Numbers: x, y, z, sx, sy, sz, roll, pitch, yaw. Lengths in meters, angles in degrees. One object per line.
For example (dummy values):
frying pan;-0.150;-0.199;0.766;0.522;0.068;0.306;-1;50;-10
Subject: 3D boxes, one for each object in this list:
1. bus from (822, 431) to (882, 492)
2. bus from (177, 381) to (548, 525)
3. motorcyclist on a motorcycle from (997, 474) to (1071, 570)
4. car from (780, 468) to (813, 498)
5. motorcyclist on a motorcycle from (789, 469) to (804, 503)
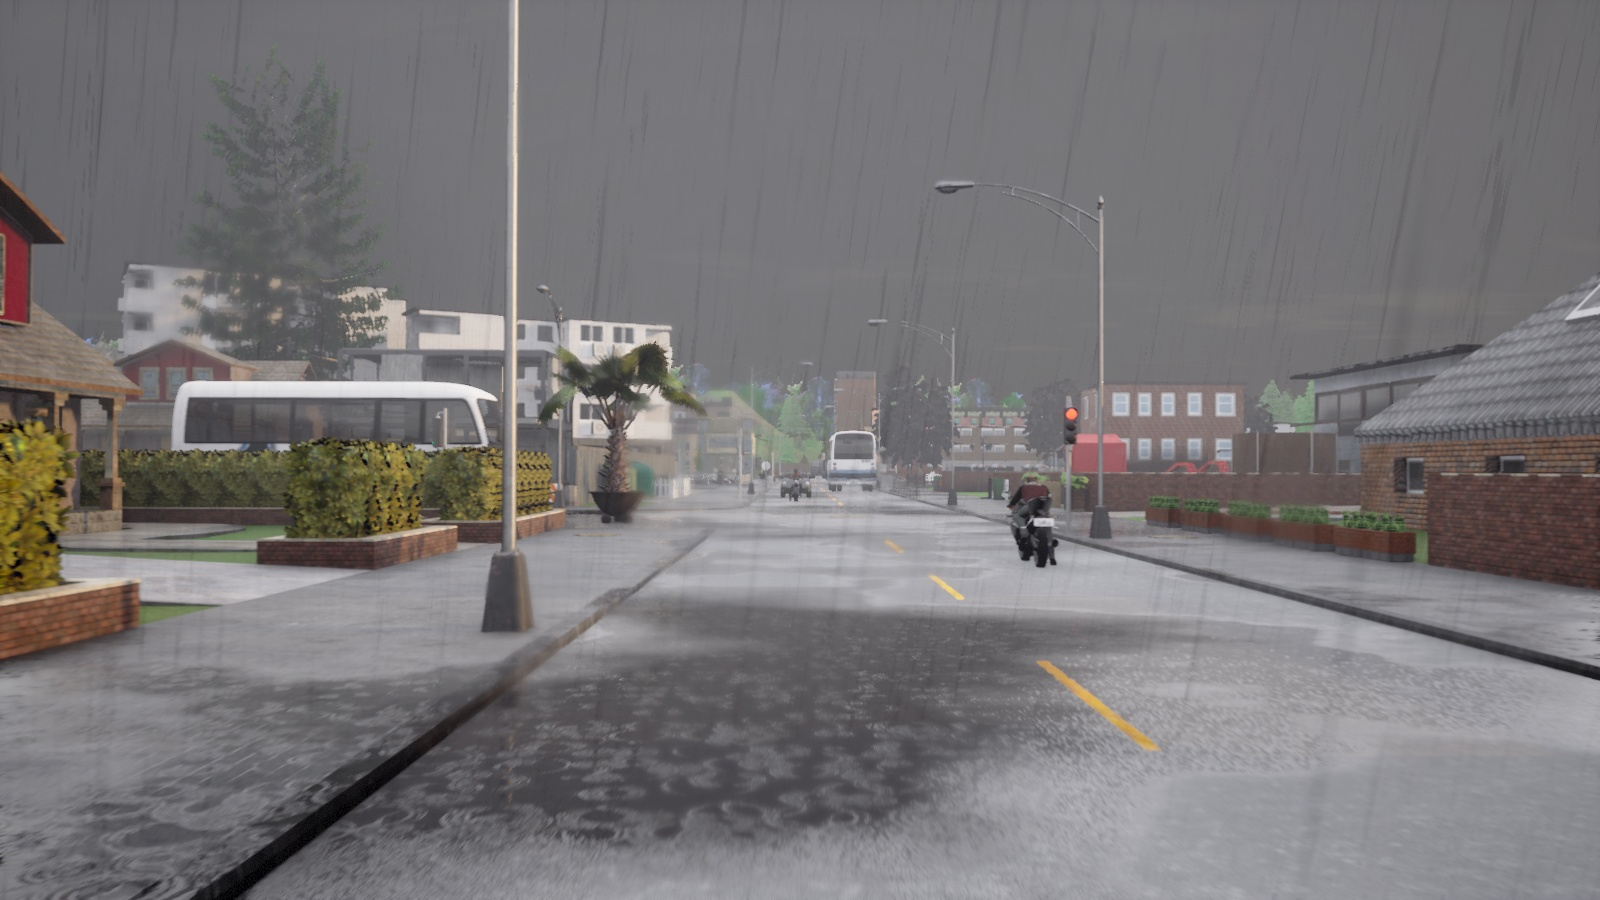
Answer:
bus;3.739;0.904;92.809;3.944;4.253;10.273;0;-1;0
bus;-13.468;0.121;39.480;10.273;4.253;3.944;0;-1;0
motorcyclist on a motorcycle;3.921;1.171;21.207;0.866;1.530;2.191;0;-1;1
car;-0.199;1.846;71.015;1.851;1.617;3.988;0;-1;0
motorcyclist on a motorcycle;-0.176;1.765;62.677;0.766;1.649;2.350;0;-1;0
